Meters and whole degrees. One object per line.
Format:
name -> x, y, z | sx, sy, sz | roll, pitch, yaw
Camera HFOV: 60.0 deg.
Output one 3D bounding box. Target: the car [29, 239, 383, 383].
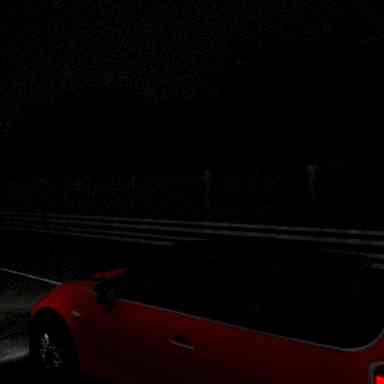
car -> 0.051, 1.372, 3.957 | 4.553, 1.767, 2.097 | -1, 0, 36
